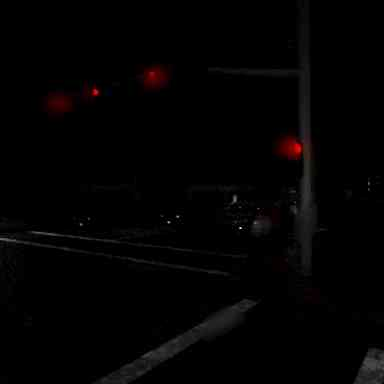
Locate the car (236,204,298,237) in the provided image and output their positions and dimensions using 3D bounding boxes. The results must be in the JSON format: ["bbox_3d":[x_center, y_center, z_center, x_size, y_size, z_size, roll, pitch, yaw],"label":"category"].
[{"bbox_3d":[4.521,1.620,18.541,1.994,1.385,4.181,-1,0,37],"label":"car"}]

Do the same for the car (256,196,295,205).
[{"bbox_3d":[9.319,1.462,36.859,2.097,1.767,4.553,-1,0,37],"label":"car"}]

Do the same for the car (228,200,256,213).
[{"bbox_3d":[5.840,1.664,38.042,1.812,1.442,4.674,-1,0,37],"label":"car"}]

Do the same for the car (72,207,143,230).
[{"bbox_3d":[-5.692,1.743,22.742,1.895,1.301,4.718,-1,0,37],"label":"car"}]

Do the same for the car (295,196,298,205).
[{"bbox_3d":[15.949,1.418,51.340,1.882,1.535,5.008,-1,0,37],"label":"car"}]

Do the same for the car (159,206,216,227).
[{"bbox_3d":[-0.250,1.714,24.153,1.895,1.301,4.718,-1,0,37],"label":"car"}]
